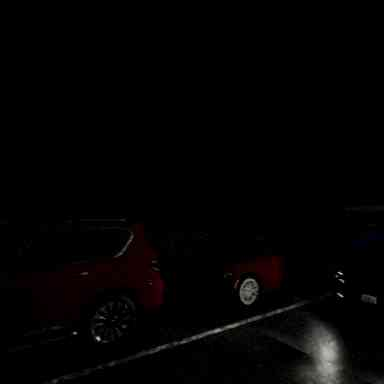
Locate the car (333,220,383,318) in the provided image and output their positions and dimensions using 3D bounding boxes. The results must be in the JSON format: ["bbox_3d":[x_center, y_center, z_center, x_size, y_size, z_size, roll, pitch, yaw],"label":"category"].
[{"bbox_3d":[4.933,1.476,6.894,5.008,1.535,1.882,0,0,-35],"label":"car"}]

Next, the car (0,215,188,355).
[{"bbox_3d":[-2.778,1.314,4.672,5.009,1.841,2.192,0,0,-35],"label":"car"}]

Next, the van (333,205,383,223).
[{"bbox_3d":[6.402,1.339,11.217,3.998,1.788,1.690,0,0,-35],"label":"van"}]

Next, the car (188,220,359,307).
[{"bbox_3d":[1.812,1.543,7.944,4.507,1.381,1.887,0,0,-35],"label":"car"}]
